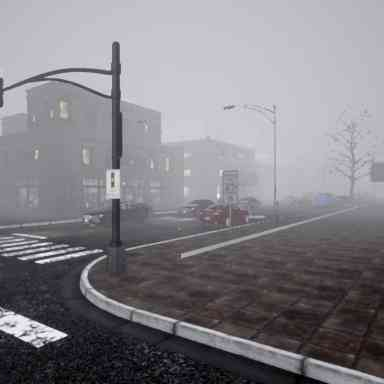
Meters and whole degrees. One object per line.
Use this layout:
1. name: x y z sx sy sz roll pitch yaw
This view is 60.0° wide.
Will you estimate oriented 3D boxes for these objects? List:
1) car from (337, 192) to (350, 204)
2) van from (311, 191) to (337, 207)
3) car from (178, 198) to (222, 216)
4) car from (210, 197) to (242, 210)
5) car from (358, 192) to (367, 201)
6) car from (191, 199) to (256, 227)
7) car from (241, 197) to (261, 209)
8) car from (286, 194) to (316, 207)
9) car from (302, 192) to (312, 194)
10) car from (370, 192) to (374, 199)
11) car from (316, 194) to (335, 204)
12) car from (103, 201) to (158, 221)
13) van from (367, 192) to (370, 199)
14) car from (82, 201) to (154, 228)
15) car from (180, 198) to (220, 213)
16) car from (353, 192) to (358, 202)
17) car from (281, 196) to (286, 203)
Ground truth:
1. car: 23.467 1.173 52.297 1.947 1.339 4.313 0 1 35
2. van: 17.191 1.021 43.198 1.690 1.788 3.998 0 1 35
3. car: 0.701 1.353 29.499 1.812 1.442 4.674 0 0 35
4. car: 4.016 1.333 38.862 1.947 1.339 4.313 0 1 35
5. car: 32.882 0.939 65.942 1.967 1.590 4.097 0 1 35
6. car: 2.175 1.403 21.436 1.887 1.381 4.507 0 1 35
7. car: 6.264 1.287 37.556 1.812 1.442 4.674 0 0 35
8. car: 14.372 1.293 43.688 1.895 1.301 4.718 0 0 35
9. car: 22.845 0.862 66.152 2.192 1.841 5.009 0 1 35
10. car: 39.158 0.973 75.040 1.887 1.381 4.507 0 1 35
11. car: 22.147 1.079 54.971 1.882 1.535 5.008 0 0 34
12. car: -4.723 1.452 26.195 1.802 1.307 4.206 0 1 35
13. van: 36.020 0.805 70.490 1.690 1.788 3.998 0 1 35
14. car: -4.801 1.384 21.531 2.128 1.511 4.902 0 0 35
15. car: 0.878 1.355 34.314 2.008 1.369 4.403 0 1 35
16. car: 26.605 1.116 56.846 1.887 1.381 4.507 0 1 35
17. car: 16.569 1.201 57.056 1.802 1.307 4.206 0 1 35
